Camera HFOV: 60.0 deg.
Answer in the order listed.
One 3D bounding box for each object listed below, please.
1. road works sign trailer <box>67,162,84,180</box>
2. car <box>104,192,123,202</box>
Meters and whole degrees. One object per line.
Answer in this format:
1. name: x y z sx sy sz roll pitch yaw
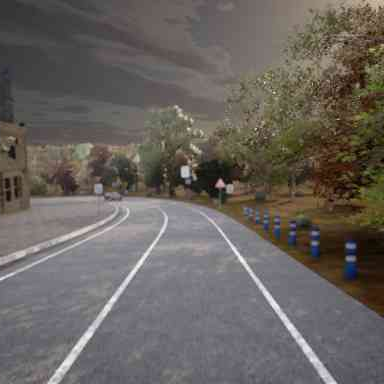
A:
1. road works sign trailer: -26.351 -4.887 76.595 3.560 2.380 2.880 51 19 18
2. car: -12.393 0.770 52.231 1.837 1.490 4.892 -4 2 -30
